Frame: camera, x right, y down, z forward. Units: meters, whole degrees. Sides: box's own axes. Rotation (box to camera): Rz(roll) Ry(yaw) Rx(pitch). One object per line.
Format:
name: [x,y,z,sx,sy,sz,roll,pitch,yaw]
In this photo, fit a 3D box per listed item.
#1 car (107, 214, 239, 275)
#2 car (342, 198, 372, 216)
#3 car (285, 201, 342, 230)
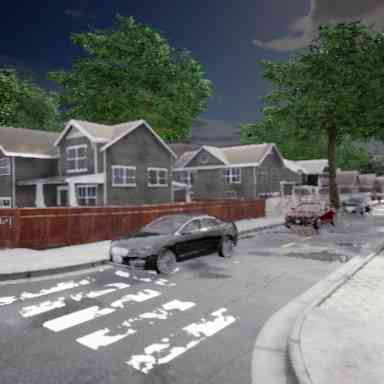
car: [-0.397,1.487,10.706,2.128,1.511,4.902,-1,0,41]
car: [14.854,1.289,30.062,2.128,1.511,4.902,-1,0,38]
car: [7.430,1.369,20.572,1.882,1.535,5.008,-1,0,38]
